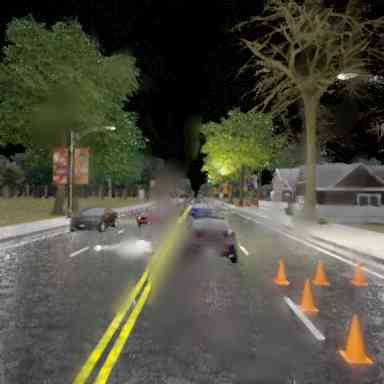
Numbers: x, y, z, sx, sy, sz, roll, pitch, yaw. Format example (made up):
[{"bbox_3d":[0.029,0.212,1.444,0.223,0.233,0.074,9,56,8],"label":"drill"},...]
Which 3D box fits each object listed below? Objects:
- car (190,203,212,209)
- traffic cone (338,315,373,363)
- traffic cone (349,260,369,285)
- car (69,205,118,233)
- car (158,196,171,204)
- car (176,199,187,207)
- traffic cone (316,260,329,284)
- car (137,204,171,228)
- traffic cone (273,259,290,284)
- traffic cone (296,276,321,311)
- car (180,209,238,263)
[{"bbox_3d":[0.825,1.768,30.804,1.882,1.535,5.008,1,-1,1],"label":"car"},{"bbox_3d":[2.280,2.018,4.649,0.340,0.580,0.340,1,0,1],"label":"traffic cone"},{"bbox_3d":[4.327,2.073,8.625,0.340,0.580,0.340,1,0,1],"label":"traffic cone"},{"bbox_3d":[-5.994,1.603,20.765,1.882,1.535,5.008,1,0,1],"label":"car"},{"bbox_3d":[-5.373,1.792,64.934,2.150,2.045,5.566,1,0,1],"label":"car"},{"bbox_3d":[-2.094,2.118,67.264,1.812,1.442,4.674,1,0,1],"label":"car"},{"bbox_3d":[3.327,2.063,8.637,0.340,0.580,0.340,1,-1,1],"label":"traffic cone"},{"bbox_3d":[-2.707,1.789,23.919,1.895,1.301,4.718,1,-1,1],"label":"car"},{"bbox_3d":[2.327,2.054,8.649,0.340,0.580,0.340,1,-1,1],"label":"traffic cone"},{"bbox_3d":[2.304,2.036,6.649,0.340,0.580,0.340,1,-1,1],"label":"traffic cone"},{"bbox_3d":[0.609,1.620,12.573,1.837,1.490,4.892,1,0,1],"label":"car"}]
